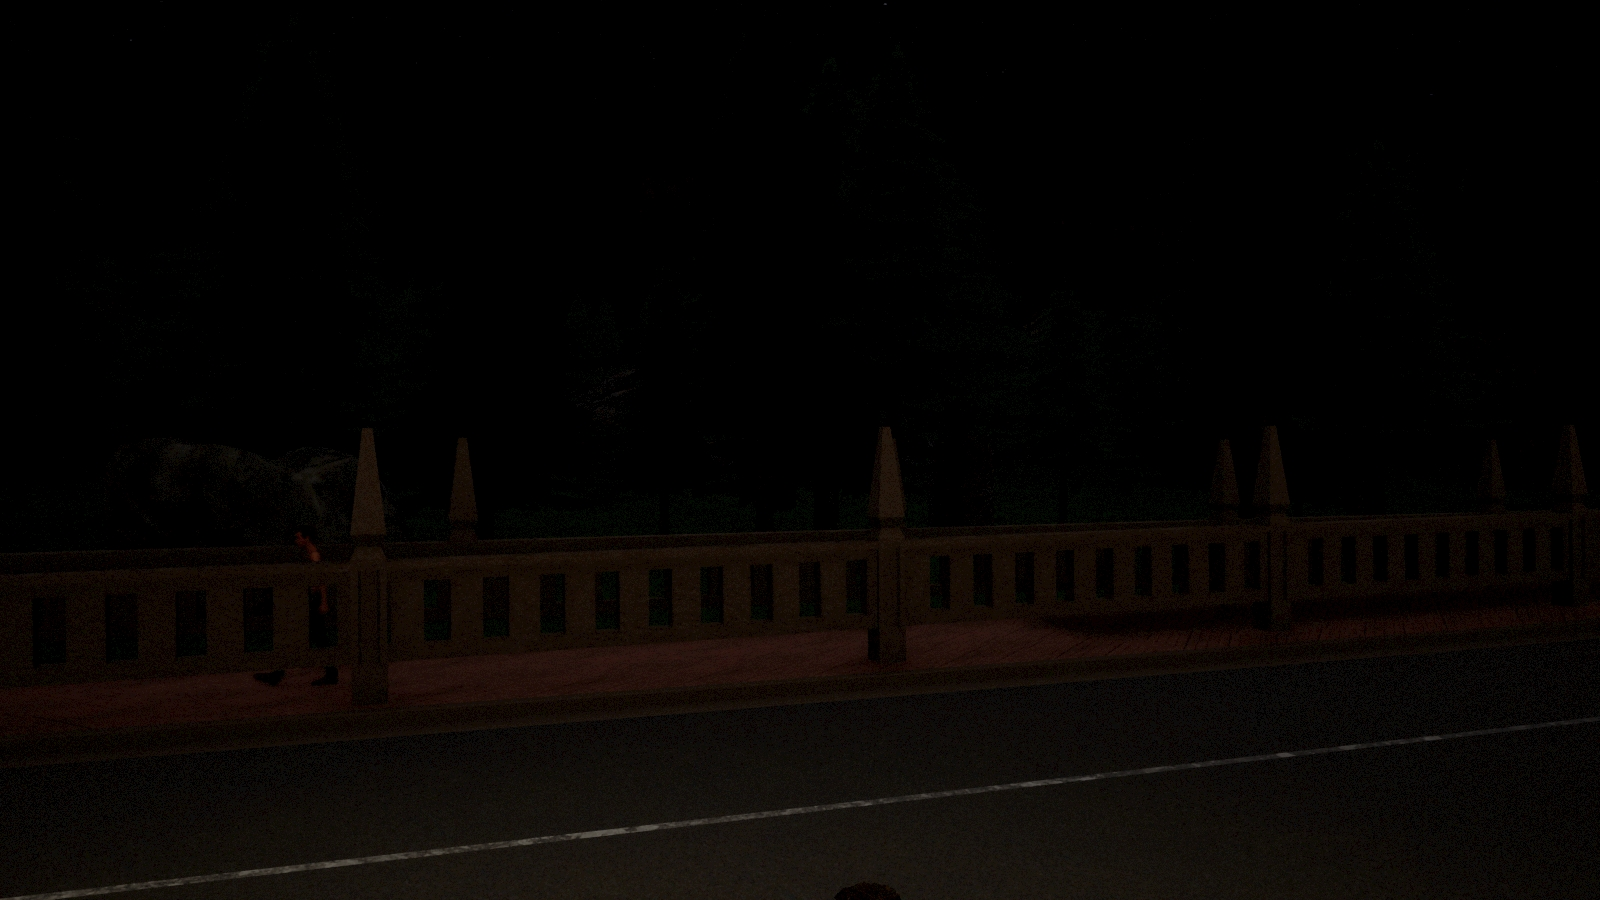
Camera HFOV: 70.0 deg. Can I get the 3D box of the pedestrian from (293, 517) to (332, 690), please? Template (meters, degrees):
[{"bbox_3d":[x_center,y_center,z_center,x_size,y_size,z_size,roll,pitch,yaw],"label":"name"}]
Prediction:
[{"bbox_3d":[-5.419,1.694,12.711,0.375,1.860,0.375,0,0,-20],"label":"pedestrian"}]
